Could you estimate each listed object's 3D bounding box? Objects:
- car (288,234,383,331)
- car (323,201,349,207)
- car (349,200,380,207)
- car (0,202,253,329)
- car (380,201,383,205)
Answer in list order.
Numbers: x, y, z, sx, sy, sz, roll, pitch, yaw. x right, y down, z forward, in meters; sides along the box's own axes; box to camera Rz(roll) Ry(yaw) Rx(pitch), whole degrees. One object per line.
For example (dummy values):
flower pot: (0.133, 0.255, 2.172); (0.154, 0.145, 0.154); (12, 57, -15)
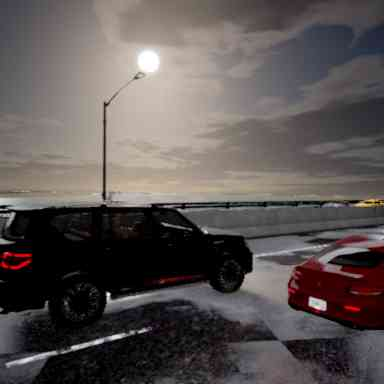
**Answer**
car: (3.806, 1.563, 6.440); (4.674, 1.442, 1.812); (0, 0, -35)
car: (19.025, 1.824, 42.942); (4.718, 1.301, 1.895); (0, 0, -34)
car: (21.699, 1.704, 40.530); (5.008, 1.535, 1.882); (0, 0, -34)
car: (-1.178, 1.238, 7.196); (5.566, 2.045, 2.150); (0, 0, -35)
car: (23.664, 1.752, 37.634); (4.674, 1.442, 1.812); (0, 0, -34)
